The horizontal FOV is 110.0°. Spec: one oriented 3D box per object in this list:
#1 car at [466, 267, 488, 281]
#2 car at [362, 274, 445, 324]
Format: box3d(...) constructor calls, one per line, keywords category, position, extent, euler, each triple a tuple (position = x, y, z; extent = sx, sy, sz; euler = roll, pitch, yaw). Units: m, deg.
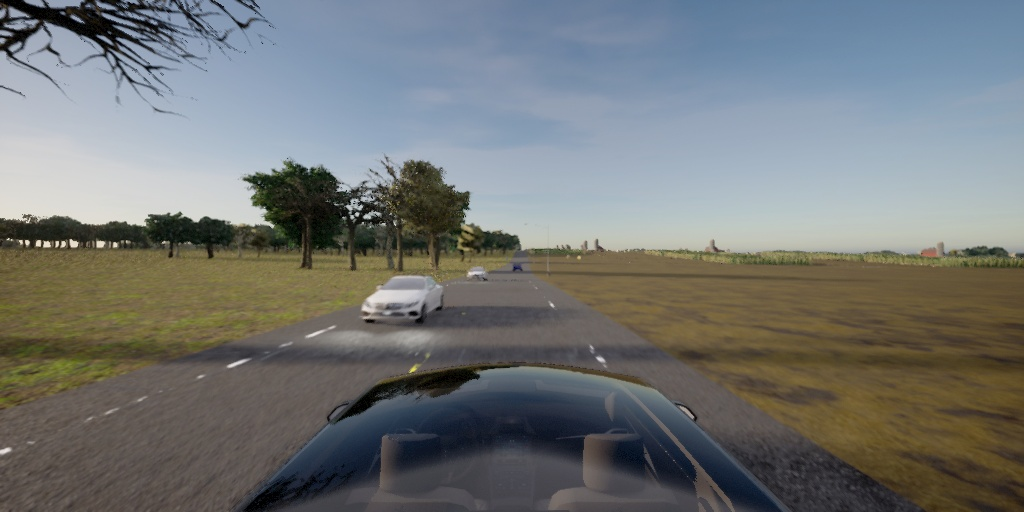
box3d(category="car", position=(-3.533, 1.855, 36.904), extent=(1.812, 1.442, 4.674), euler=(0, -1, 0))
box3d(category="car", position=(-3.592, 1.389, 12.674), extent=(1.812, 1.442, 4.674), euler=(0, 0, 0))
